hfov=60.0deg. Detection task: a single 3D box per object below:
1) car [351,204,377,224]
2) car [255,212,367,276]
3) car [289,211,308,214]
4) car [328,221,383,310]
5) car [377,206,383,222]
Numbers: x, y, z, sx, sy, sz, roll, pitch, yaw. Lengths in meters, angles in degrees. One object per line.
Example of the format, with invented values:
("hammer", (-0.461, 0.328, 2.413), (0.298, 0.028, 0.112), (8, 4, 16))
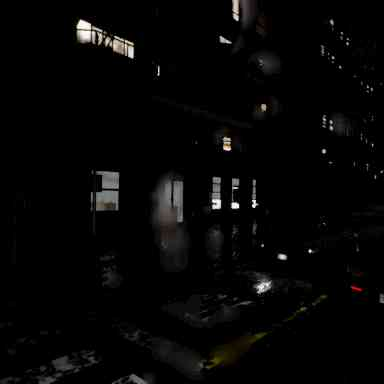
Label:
("car", (12.650, 1.542, 23.827), (1.752, 1.417, 4.829), (1, 1, 43))
("car", (3.771, 1.571, 10.495), (1.994, 1.385, 4.181), (0, 0, 42))
("car", (5.221, 1.594, 15.833), (1.802, 1.307, 4.206), (1, 1, 43))
("car", (4.676, 1.531, 6.907), (1.812, 1.442, 4.674), (0, 0, 43))
("car", (13.572, 1.493, 21.027), (1.882, 1.535, 5.008), (0, 0, 43))
